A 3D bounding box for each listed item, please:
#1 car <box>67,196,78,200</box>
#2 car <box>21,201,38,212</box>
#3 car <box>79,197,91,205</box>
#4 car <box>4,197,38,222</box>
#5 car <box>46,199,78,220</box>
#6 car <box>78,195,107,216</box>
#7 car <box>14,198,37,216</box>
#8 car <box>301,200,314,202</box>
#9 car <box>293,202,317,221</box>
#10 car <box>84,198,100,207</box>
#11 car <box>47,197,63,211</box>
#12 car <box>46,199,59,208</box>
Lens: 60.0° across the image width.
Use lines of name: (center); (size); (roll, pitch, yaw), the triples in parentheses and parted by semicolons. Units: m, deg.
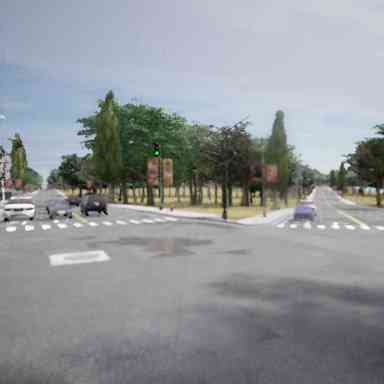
car: (-21.389, 1.653, 59.545); (2.150, 2.045, 5.566); (-1, 0, -24)
car: (-23.271, 2.029, 47.779); (1.895, 1.301, 4.718); (-1, 0, -23)
car: (-22.579, 1.806, 70.208); (1.882, 1.535, 5.008); (-1, 0, -24)
car: (-15.205, 1.443, 29.611); (2.150, 2.045, 5.566); (-1, 0, -24)
car: (-12.067, 1.654, 30.556); (2.128, 1.511, 4.902); (-1, 0, -23)
car: (-10.347, 1.356, 34.971); (2.150, 2.045, 5.566); (-1, 0, -24)
car: (-19.137, 1.668, 38.435); (2.097, 1.767, 4.553); (-1, 0, -24)
car: (15.392, 2.119, 44.411); (2.150, 2.045, 5.566); (-1, -2, 21)
car: (11.761, 2.147, 34.888); (1.882, 1.535, 5.008); (-1, -1, 21)
car: (-18.336, 1.921, 60.687); (2.033, 1.411, 5.357); (-1, 0, -24)
car: (-19.999, 1.717, 48.401); (2.097, 1.767, 4.553); (-1, 0, -24)
car: (-25.215, 2.058, 60.158); (2.033, 1.411, 5.357); (-1, 0, -24)
